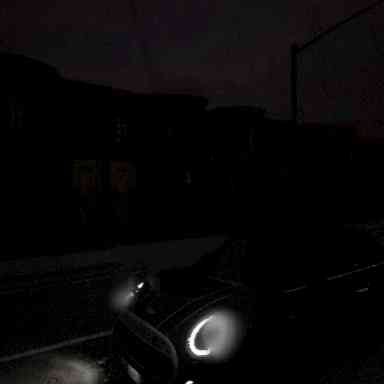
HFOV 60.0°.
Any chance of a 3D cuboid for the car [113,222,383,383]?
[{"bbox_3d":[1.214,1.345,4.851,4.553,1.767,2.097,0,0,-35],"label":"car"}]
